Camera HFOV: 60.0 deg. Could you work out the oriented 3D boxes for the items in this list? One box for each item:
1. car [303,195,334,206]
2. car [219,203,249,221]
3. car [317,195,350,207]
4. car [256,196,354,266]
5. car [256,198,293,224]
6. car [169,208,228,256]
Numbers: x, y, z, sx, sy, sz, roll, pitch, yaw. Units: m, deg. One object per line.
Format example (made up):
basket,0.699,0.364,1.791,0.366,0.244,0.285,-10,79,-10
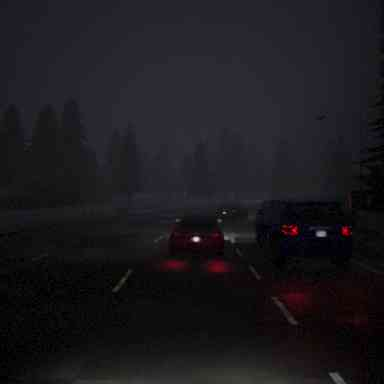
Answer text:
car,20.571,1.360,54.109,4.553,1.767,2.097,0,0,-23
car,3.288,1.569,27.281,1.994,1.385,4.181,0,0,23
car,21.645,1.360,50.766,4.553,1.767,2.097,0,0,-24
car,3.653,1.225,11.757,2.150,2.045,5.566,0,0,3
car,6.516,1.355,25.968,2.097,1.767,4.553,0,0,23
car,0.252,1.567,13.241,1.994,1.385,4.181,0,0,3
